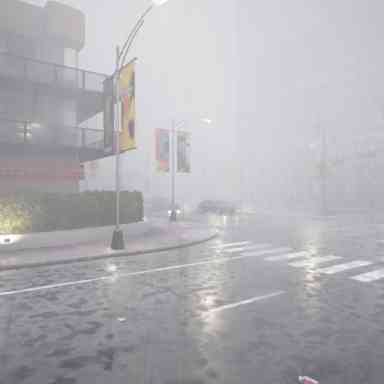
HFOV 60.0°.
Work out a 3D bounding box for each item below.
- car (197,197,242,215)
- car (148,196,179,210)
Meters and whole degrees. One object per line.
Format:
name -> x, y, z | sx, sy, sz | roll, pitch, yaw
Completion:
car -> 2.421, 1.505, 33.824 | 1.837, 1.490, 4.892 | 0, 0, -35
car -> -3.354, 1.564, 42.093 | 1.994, 1.385, 4.181 | 0, 0, -35
